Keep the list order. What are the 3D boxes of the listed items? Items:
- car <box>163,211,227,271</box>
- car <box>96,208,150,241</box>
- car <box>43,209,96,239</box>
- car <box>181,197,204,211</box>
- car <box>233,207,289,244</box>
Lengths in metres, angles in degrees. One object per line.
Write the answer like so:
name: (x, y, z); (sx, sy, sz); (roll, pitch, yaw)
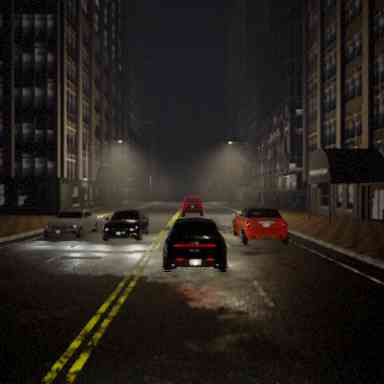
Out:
car: (0.084, 1.614, 11.222); (1.837, 1.490, 4.892); (0, 0, 0)
car: (-3.369, 1.673, 17.670); (1.837, 1.490, 4.892); (0, -1, 0)
car: (-6.619, 1.704, 18.747); (1.812, 1.442, 4.674); (0, -1, 0)
car: (0.054, 1.550, 35.662); (2.150, 2.045, 5.566); (0, 0, 0)
car: (3.325, 1.512, 16.923); (2.097, 1.767, 4.553); (0, -1, 0)
